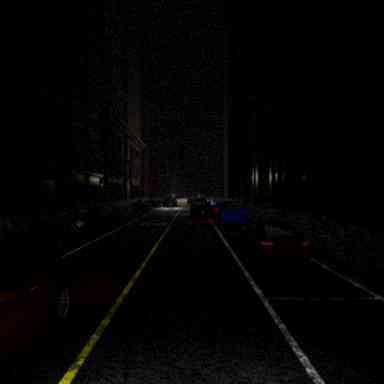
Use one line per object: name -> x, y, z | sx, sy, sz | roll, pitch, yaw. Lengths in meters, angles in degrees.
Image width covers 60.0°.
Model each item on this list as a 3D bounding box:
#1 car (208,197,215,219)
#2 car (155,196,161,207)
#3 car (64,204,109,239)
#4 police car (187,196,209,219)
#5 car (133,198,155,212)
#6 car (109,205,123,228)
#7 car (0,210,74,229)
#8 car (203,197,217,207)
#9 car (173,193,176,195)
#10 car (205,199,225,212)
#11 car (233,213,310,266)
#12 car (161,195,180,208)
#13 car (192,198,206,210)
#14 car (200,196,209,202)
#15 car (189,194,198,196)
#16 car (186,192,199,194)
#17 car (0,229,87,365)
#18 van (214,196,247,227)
car -> 2.682, 1.451, 28.178 | 1.967, 1.590, 4.097 | 1, 0, 0
car -> -5.842, 1.555, 50.673 | 2.008, 1.369, 4.403 | 1, 0, 0
car -> -5.846, 1.449, 16.926 | 1.967, 1.590, 4.097 | 1, 0, 0
police car -> 0.758, 1.436, 29.084 | 1.930, 1.638, 5.238 | 0, 0, -3
car -> -5.843, 1.553, 39.425 | 1.887, 1.381, 4.507 | 1, 0, 0
car -> -5.846, 1.555, 22.551 | 1.887, 1.381, 4.507 | 1, 0, 0
car -> -5.848, 1.552, 11.302 | 1.887, 1.381, 4.507 | 1, 0, 0
car -> 2.684, 1.555, 50.677 | 2.008, 1.369, 4.403 | 1, 0, 0
car -> -5.835, 1.409, 84.420 | 1.967, 1.590, 4.097 | 1, 0, 0
car -> 2.682, 1.559, 39.428 | 2.008, 1.369, 4.403 | 1, 0, 0
car -> 2.677, 1.589, 11.304 | 1.802, 1.307, 4.206 | 1, 0, 0
car -> -3.071, 1.531, 48.688 | 1.812, 1.442, 4.674 | 0, 0, 0
car -> 0.907, 1.533, 45.015 | 1.812, 1.442, 4.674 | 0, 0, 0
car -> 2.688, 1.529, 73.176 | 1.887, 1.381, 4.507 | 1, 0, 0
car -> 0.009, 1.596, 62.333 | 1.895, 1.301, 4.718 | 0, 0, 0
car -> 0.014, 1.369, 77.497 | 2.033, 1.411, 5.357 | 0, 0, 0
car -> -3.099, 1.529, 4.437 | 1.812, 1.442, 4.674 | 0, 0, 0
van -> 2.681, 1.352, 22.553 | 1.690, 1.788, 3.998 | 1, 0, 0
